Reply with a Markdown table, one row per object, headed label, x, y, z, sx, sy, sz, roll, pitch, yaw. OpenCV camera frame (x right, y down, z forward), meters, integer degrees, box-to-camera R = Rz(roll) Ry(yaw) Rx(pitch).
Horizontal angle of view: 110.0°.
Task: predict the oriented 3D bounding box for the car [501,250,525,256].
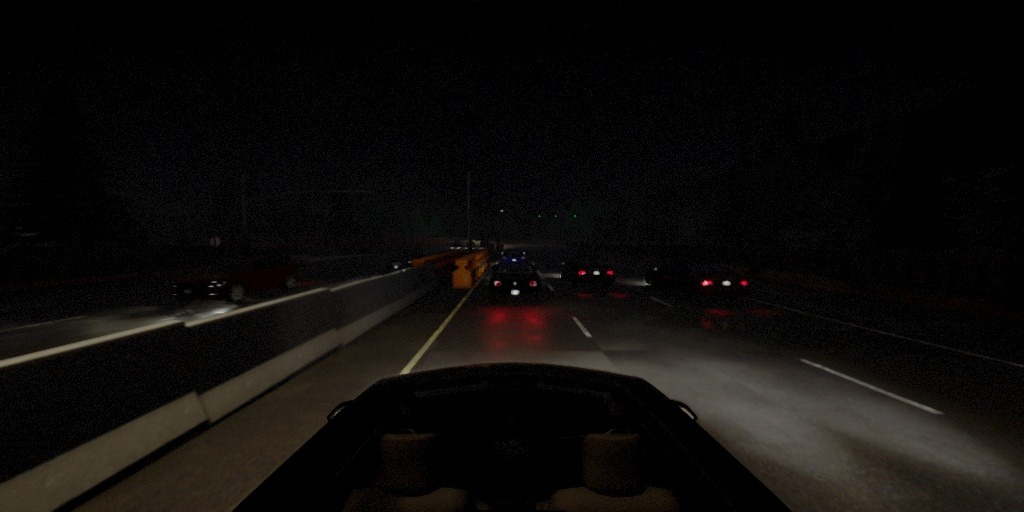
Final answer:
| label | x | y | z | sx | sy | sz | roll | pitch | yaw |
| --- | --- | --- | --- | --- | --- | --- | --- | --- | --- |
| car | 0.093 | 0.173 | 28.210 | 1.994 | 1.385 | 4.181 | 0 | 3 | -2 |

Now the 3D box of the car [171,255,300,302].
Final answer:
| label | x | y | z | sx | sy | sz | roll | pitch | yaw |
| --- | --- | --- | --- | --- | --- | --- | --- | --- | --- |
| car | -10.583 | 0.769 | 14.192 | 1.882 | 1.535 | 5.008 | 0 | 3 | 0 |

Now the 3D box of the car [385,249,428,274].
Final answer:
| label | x | y | z | sx | sy | sz | roll | pitch | yaw |
| --- | --- | --- | --- | --- | --- | --- | --- | --- | --- |
| car | -7.007 | 0.298 | 24.198 | 2.128 | 1.511 | 4.902 | 0 | 3 | 1 |

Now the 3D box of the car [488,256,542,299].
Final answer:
| label | x | y | z | sx | sy | sz | roll | pitch | yaw |
| --- | --- | --- | --- | --- | --- | --- | --- | --- | --- |
| car | 0.112 | 0.871 | 14.598 | 1.895 | 1.301 | 4.718 | 0 | 3 | 0 |

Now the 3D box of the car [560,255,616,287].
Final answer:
| label | x | y | z | sx | sy | sz | roll | pitch | yaw |
| --- | --- | --- | --- | --- | --- | --- | --- | --- | --- |
| car | 3.623 | 0.659 | 17.867 | 2.033 | 1.411 | 5.357 | 0 | 3 | 0 |

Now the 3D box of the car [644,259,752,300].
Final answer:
| label | x | y | z | sx | sy | sz | roll | pitch | yaw |
| --- | --- | --- | --- | --- | --- | --- | --- | --- | --- |
| car | 7.109 | 0.828 | 14.388 | 2.033 | 1.411 | 5.357 | 0 | 3 | 0 |
